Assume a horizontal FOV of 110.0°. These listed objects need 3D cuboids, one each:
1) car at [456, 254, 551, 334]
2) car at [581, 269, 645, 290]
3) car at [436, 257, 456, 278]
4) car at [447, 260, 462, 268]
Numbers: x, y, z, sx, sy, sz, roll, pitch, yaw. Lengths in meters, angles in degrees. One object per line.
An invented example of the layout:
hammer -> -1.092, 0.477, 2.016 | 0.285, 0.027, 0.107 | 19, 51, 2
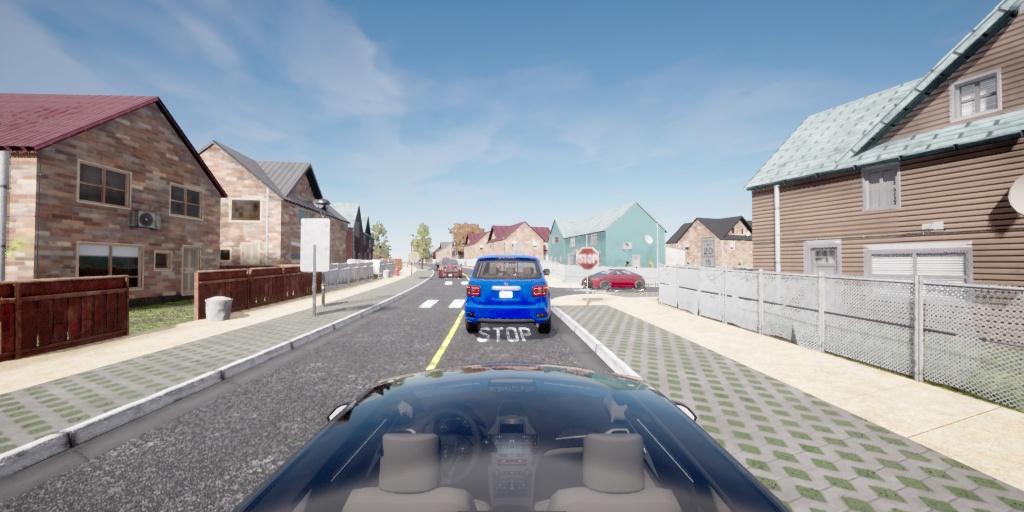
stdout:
car -> -0.019, 0.975, 10.851 | 2.150, 2.045, 5.566 | 0, 0, 3
car -> 6.815, 1.555, 24.223 | 4.181, 1.385, 1.994 | 1, -2, -17
car -> -5.843, 1.115, 33.919 | 2.097, 1.767, 4.553 | 0, 0, -10
car -> -10.274, 1.433, 63.551 | 1.895, 1.301, 4.718 | 0, 0, -19
